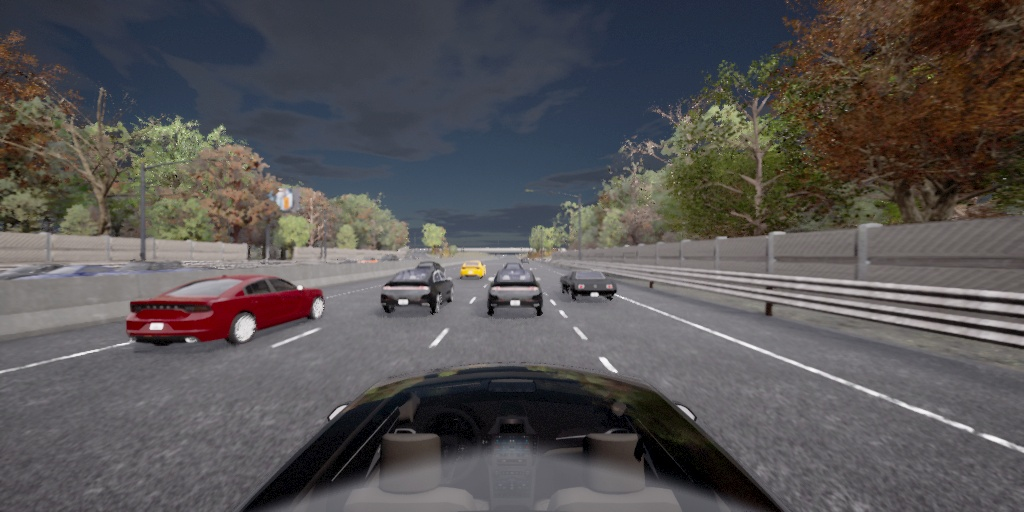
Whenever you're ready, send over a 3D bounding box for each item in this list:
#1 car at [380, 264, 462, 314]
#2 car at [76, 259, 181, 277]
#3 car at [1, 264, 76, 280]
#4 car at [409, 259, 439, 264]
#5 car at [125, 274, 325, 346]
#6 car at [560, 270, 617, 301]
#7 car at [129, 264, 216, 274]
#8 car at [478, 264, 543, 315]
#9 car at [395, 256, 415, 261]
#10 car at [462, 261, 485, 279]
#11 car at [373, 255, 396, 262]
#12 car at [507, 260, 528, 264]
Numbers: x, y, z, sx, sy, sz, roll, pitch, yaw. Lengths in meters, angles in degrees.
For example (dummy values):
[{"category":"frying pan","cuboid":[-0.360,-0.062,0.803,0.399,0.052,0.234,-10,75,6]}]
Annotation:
[{"category":"car","cuboid":[-3.400,1.225,13.629,2.128,1.511,4.902,0,0,0]},{"category":"car","cuboid":[-21.098,1.076,20.597,2.097,1.767,4.553,0,0,0]},{"category":"car","cuboid":[-24.599,1.250,20.326,1.812,1.442,4.674,0,0,0]},{"category":"car","cuboid":[-6.899,1.217,30.334,1.837,1.490,4.892,0,0,0]},{"category":"car","cuboid":[-6.898,1.217,9.433,1.882,1.535,5.008,0,0,0]},{"category":"car","cuboid":[3.501,1.328,17.343,1.895,1.301,4.718,0,0,0]},{"category":"car","cuboid":[-17.598,1.289,19.631,1.994,1.385,4.181,0,0,0]},{"category":"car","cuboid":[0.099,1.226,13.451,2.128,1.511,4.902,0,0,0]},{"category":"car","cuboid":[-17.538,1.037,60.693,2.097,1.767,4.553,0,0,1]},{"category":"car","cuboid":[-3.400,1.188,31.940,1.882,1.535,5.008,0,0,0]},{"category":"car","cuboid":[-21.023,0.908,60.960,2.150,2.045,5.566,0,0,1]},{"category":"car","cuboid":[0.102,1.276,31.022,1.994,1.385,4.181,0,0,0]}]
